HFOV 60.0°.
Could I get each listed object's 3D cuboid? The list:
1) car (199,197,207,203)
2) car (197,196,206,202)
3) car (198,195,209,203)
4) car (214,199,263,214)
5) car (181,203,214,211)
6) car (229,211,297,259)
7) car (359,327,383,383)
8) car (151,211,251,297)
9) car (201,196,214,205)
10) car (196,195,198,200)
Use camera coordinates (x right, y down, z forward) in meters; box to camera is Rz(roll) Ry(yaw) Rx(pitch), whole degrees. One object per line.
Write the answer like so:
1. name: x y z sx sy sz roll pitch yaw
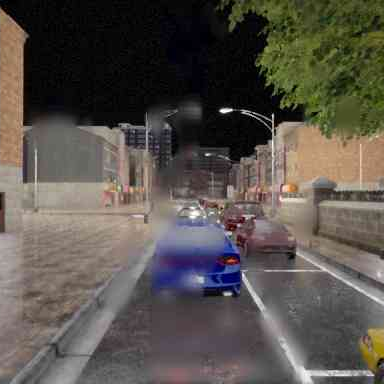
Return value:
1. car: 2.514 1.749 76.890 1.802 1.307 4.206 0 0 0
2. car: 2.495 1.764 87.765 2.008 1.369 4.403 0 0 0
3. car: 2.542 1.652 60.578 1.887 1.381 4.507 1 0 0
4. car: 2.618 1.327 17.837 2.192 1.841 5.009 1 0 0
5. car: 0.069 1.560 18.578 2.033 1.411 5.357 0 0 0
6. car: 2.625 1.588 12.387 1.802 1.307 4.206 1 0 0
7. car: 2.644 1.526 1.658 1.752 1.417 4.829 1 0 0
8. car: 0.084 1.481 8.639 1.882 1.535 5.008 0 0 0
9. car: 2.570 1.605 44.267 1.887 1.381 4.507 1 0 0
10. car: 2.535 1.441 66.017 2.192 1.841 5.009 1 0 0
